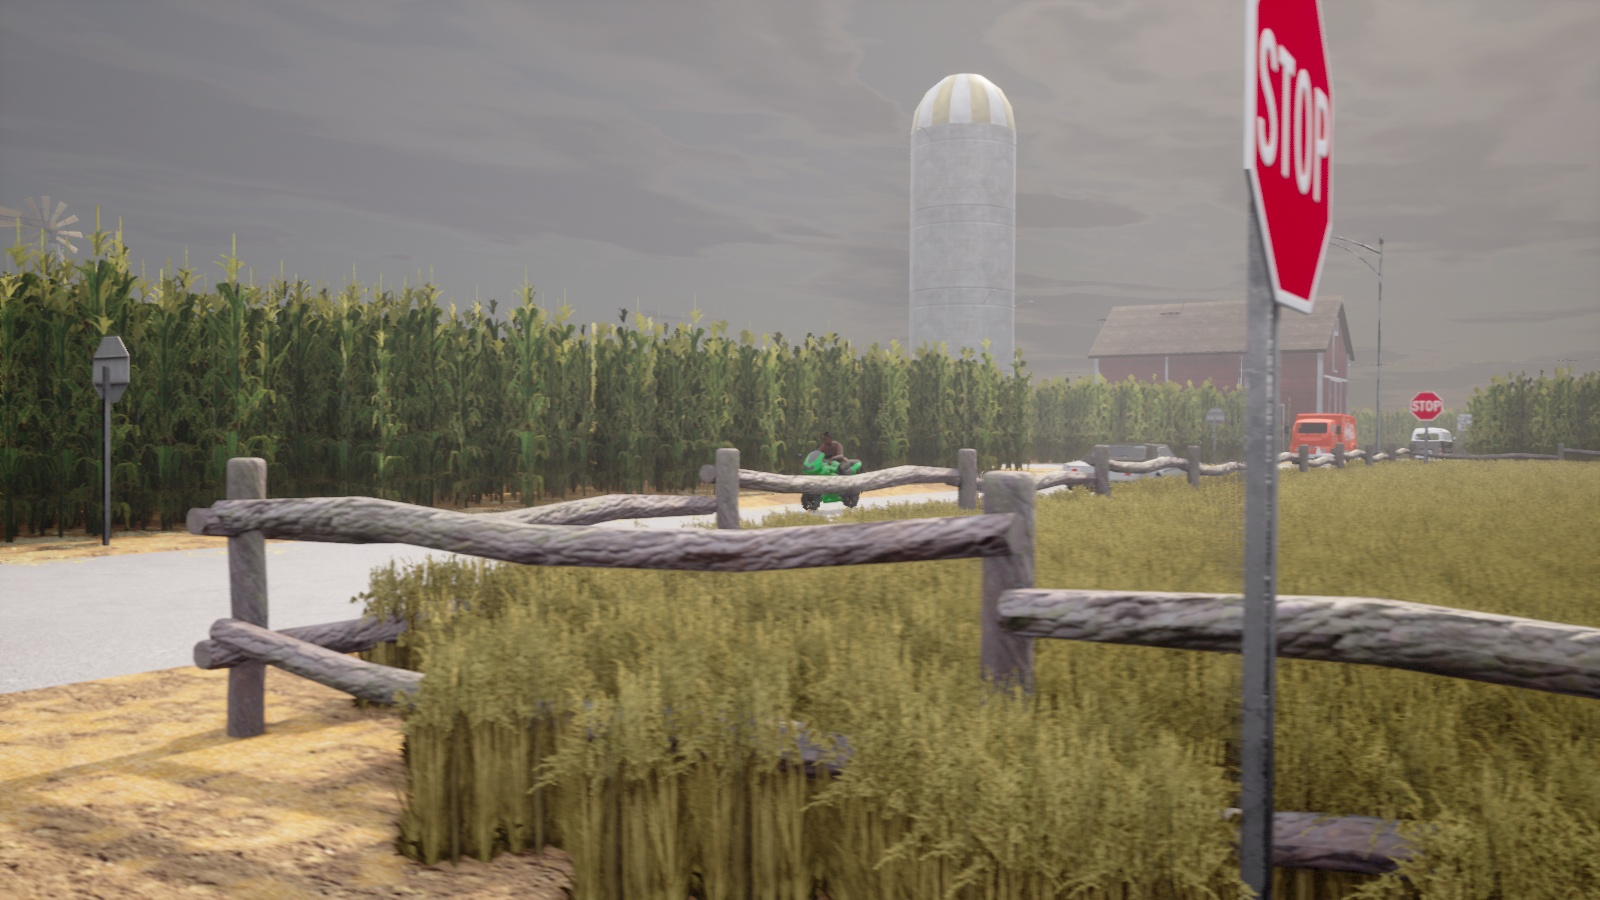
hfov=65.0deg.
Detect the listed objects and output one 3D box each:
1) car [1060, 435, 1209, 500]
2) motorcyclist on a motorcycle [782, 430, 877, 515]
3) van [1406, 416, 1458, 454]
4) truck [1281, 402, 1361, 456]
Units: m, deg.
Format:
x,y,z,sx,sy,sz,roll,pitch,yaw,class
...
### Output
x,y,z,sx,sy,sz,roll,pitch,yaw,class
7.774,0.347,28.876,1.895,1.301,4.718,0,1,34,car
0.583,0.399,23.680,0.797,1.523,2.044,0,1,34,motorcyclist on a motorcycle
35.392,-0.836,70.290,2.069,2.038,4.480,0,1,34,van
25.154,-0.957,60.525,2.627,2.467,5.204,0,0,34,truck
